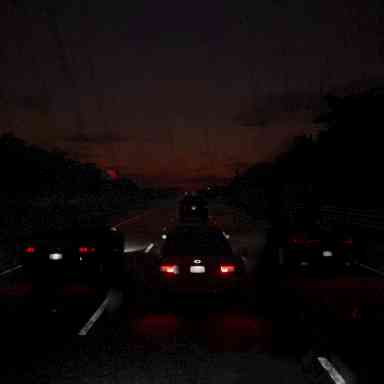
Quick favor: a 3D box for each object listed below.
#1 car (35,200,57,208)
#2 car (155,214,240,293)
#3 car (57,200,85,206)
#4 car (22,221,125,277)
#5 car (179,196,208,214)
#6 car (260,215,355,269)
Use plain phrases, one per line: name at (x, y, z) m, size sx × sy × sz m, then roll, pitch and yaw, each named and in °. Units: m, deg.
car at (-17.532, 1.694, 40.882) m, size 2.128 × 1.511 × 4.902 m, roll 0°, pitch 0°, yaw 0°
car at (0.109, 1.563, 8.992) m, size 2.033 × 1.411 × 5.357 m, roll 0°, pitch 0°, yaw 0°
car at (-14.041, 1.720, 39.848) m, size 1.812 × 1.442 × 4.674 m, roll 0°, pitch 0°, yaw 0°
car at (-3.389, 1.584, 10.283) m, size 1.994 × 1.385 × 4.181 m, roll 0°, pitch 0°, yaw 0°
car at (0.128, 1.339, 27.625) m, size 2.150 × 2.045 × 5.566 m, roll 0°, pitch 0°, yaw 0°
car at (3.610, 1.502, 11.309) m, size 1.882 × 1.535 × 5.008 m, roll 0°, pitch 0°, yaw 0°
